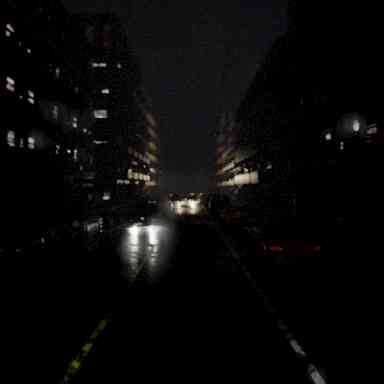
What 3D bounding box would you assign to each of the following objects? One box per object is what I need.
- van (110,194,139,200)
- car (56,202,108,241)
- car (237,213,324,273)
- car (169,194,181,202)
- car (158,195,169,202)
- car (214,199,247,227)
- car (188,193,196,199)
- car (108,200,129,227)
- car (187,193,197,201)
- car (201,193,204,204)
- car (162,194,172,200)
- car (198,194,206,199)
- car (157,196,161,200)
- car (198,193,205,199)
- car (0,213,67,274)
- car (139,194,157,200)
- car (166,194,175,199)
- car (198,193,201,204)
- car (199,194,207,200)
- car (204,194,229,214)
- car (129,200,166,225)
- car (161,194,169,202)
[{"bbox_3d":[-5.680,1.219,27.124,1.690,1.788,3.998,-1,0,0],"label":"van"},{"bbox_3d":[-5.674,1.368,15.920,1.967,1.590,4.097,-1,0,0],"label":"car"},{"bbox_3d":[2.677,1.535,10.293,1.802,1.307,4.206,-1,0,0],"label":"car"},{"bbox_3d":[-3.051,1.219,63.799,1.837,1.490,4.892,0,0,1],"label":"car"},{"bbox_3d":[-5.725,1.286,66.339,1.802,1.307,4.206,-1,0,0],"label":"car"},{"bbox_3d":[2.672,1.427,21.667,1.752,1.417,4.829,-1,0,0],"label":"car"},{"bbox_3d":[-0.032,1.027,86.363,1.895,1.301,4.718,0,0,0],"label":"car"},{"bbox_3d":[-5.675,1.453,21.523,2.008,1.369,4.403,-1,0,0],"label":"car"},{"bbox_3d":[-0.026,1.118,71.903,1.994,1.385,4.181,0,0,0],"label":"car"},{"bbox_3d":[2.660,1.118,43.904,2.192,1.841,5.009,-1,0,0],"label":"car"},{"bbox_3d":[-5.729,1.206,77.543,2.008,1.369,4.403,-1,0,0],"label":"car"},{"bbox_3d":[2.647,1.172,88.721,1.947,1.339,4.313,-1,0,0],"label":"car"},{"bbox_3d":[-5.724,1.353,43.931,2.008,1.369,4.403,-1,0,0],"label":"car"},{"bbox_3d":[2.643,1.022,94.323,1.967,1.590,4.097,-1,0,0],"label":"car"},{"bbox_3d":[-5.670,1.535,10.319,1.802,1.307,4.206,-1,0,0],"label":"car"},{"bbox_3d":[-5.708,1.143,38.327,2.192,1.841,5.009,-1,0,0],"label":"car"},{"bbox_3d":[-5.733,1.157,88.747,2.008,1.369,4.403,-1,0,0],"label":"car"},{"bbox_3d":[2.330,1.211,54.930,1.801,1.575,5.366,0,0,0],"label":"car"},{"bbox_3d":[2.648,1.156,83.289,1.752,1.417,4.829,-1,0,0],"label":"car"},{"bbox_3d":[2.665,1.168,32.700,2.192,1.841,5.009,-1,0,0],"label":"car"},{"bbox_3d":[-3.108,1.460,22.874,1.994,1.385,4.181,0,0,0],"label":"car"},{"bbox_3d":[-5.723,1.311,60.737,1.802,1.307,4.206,-1,0,0],"label":"car"}]
